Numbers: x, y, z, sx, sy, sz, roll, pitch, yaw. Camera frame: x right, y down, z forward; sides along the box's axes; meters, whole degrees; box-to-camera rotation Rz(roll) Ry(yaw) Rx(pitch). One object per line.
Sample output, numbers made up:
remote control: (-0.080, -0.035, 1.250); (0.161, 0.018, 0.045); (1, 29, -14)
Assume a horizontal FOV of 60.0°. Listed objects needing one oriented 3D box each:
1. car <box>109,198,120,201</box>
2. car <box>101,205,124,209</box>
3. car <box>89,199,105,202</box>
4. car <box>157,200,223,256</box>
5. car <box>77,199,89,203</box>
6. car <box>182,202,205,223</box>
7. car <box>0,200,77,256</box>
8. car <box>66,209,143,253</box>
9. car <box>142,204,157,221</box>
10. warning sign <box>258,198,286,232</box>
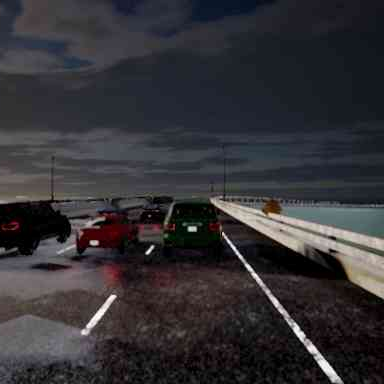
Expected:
car: (-16.613, 2.144, 71.999); (1.837, 1.490, 4.892); (0, 0, 1)
car: (-6.868, 1.819, 28.787); (2.033, 1.411, 5.357); (0, 0, 1)
car: (-20.112, 2.170, 72.097); (1.812, 1.442, 4.674); (0, 0, 1)
car: (0.026, 1.349, 13.804); (2.150, 2.045, 5.566); (0, 0, 0)
car: (-23.611, 2.187, 72.195); (2.033, 1.411, 5.357); (0, 0, 1)
car: (0.143, 1.753, 29.192); (1.882, 1.535, 5.008); (0, 0, 1)
car: (-6.974, 1.349, 13.827); (2.150, 2.045, 5.566); (0, 0, 0)
car: (-3.467, 1.661, 14.174); (1.812, 1.442, 4.674); (0, 0, 0)
car: (-3.361, 1.767, 29.056); (2.128, 1.511, 4.902); (0, 0, 1)
warning sign: (4.588, 1.297, 19.092); (1.300, 1.860, 1.060); (-1, -1, 0)
